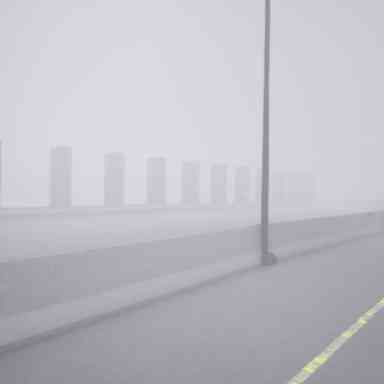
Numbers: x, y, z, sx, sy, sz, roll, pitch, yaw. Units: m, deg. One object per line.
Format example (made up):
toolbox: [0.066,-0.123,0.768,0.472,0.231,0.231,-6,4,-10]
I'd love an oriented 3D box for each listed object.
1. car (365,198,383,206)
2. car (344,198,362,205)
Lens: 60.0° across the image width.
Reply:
car: [32.134,1.775,58.635,1.895,1.301,4.718,1,0,43]
car: [29.566,1.731,61.011,1.895,1.301,4.718,1,0,43]
